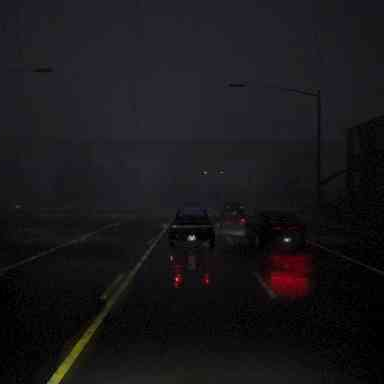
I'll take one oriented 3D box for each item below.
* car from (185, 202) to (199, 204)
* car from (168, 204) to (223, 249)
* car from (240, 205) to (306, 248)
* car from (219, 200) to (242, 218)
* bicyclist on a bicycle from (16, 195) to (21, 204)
[{"bbox_3d":[0.000,1.562,29.650,2.033,1.411,5.357,0,0,0],"label":"car"},{"bbox_3d":[-0.003,1.492,14.650,2.128,1.511,4.902,0,0,0],"label":"car"},{"bbox_3d":[3.500,1.515,14.650,1.837,1.490,4.892,0,0,0],"label":"car"},{"bbox_3d":[3.500,1.494,29.650,2.128,1.511,4.902,0,0,0],"label":"car"},{"bbox_3d":[-31.039,1.298,59.443,0.582,1.620,1.656,0,0,0],"label":"bicyclist on a bicycle"}]
